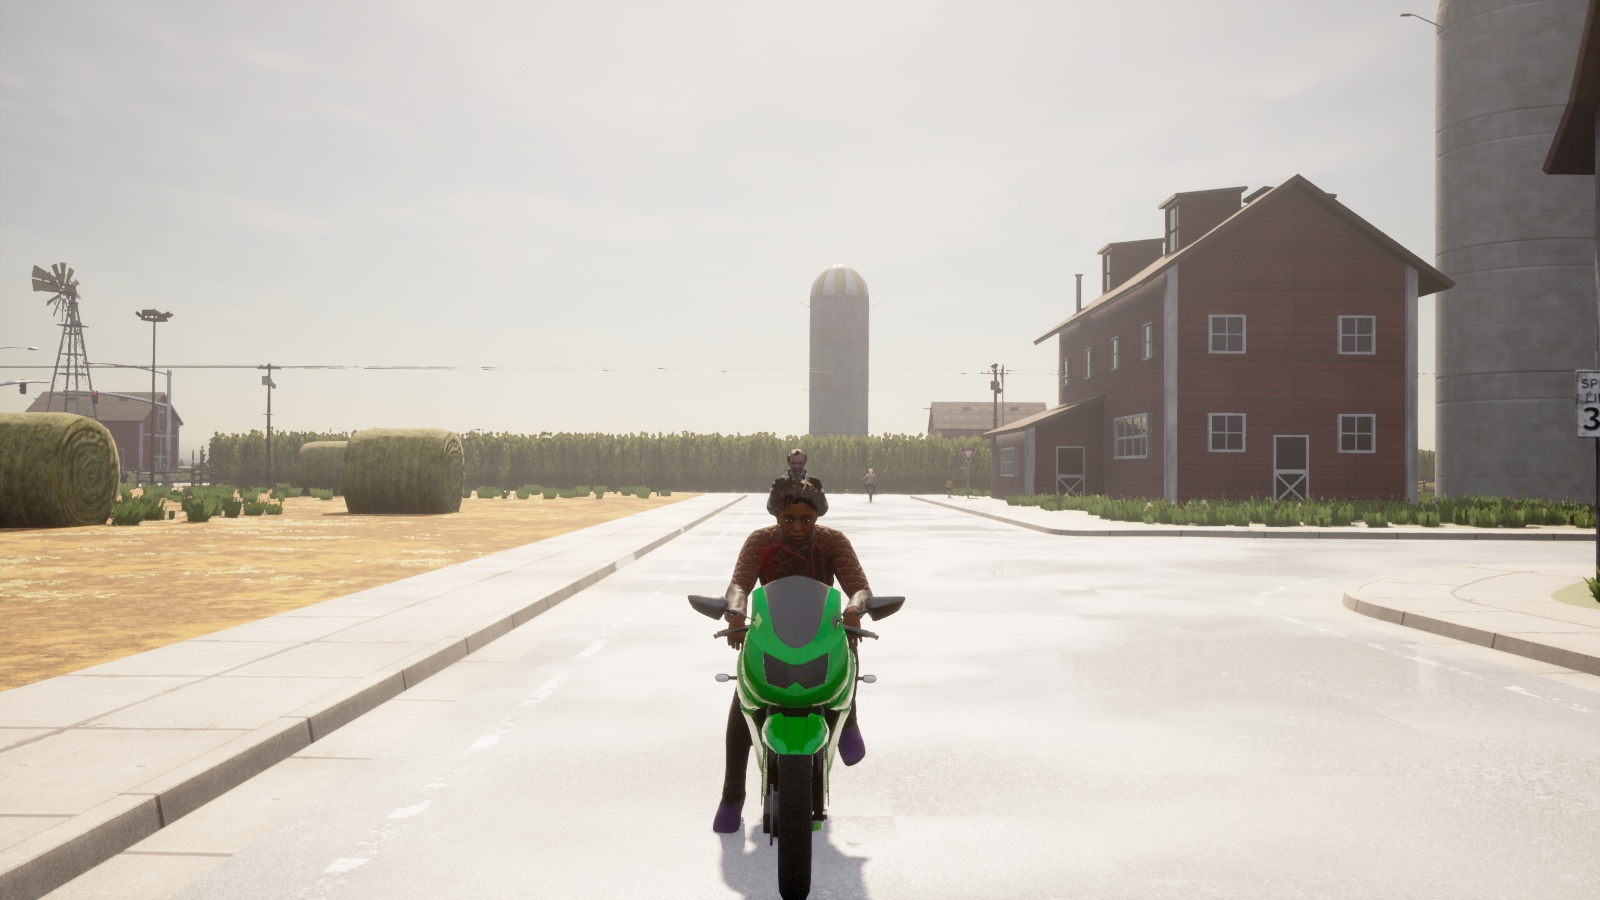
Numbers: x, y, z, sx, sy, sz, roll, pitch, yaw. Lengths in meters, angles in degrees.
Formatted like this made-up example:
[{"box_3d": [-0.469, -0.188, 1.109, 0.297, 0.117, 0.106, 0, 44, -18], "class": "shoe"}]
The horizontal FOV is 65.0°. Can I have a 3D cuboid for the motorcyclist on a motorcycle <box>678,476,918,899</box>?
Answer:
[{"box_3d": [-0.009, 0.878, 5.209, 0.797, 1.523, 2.044, 0, -1, 0], "class": "motorcyclist on a motorcycle"}]
